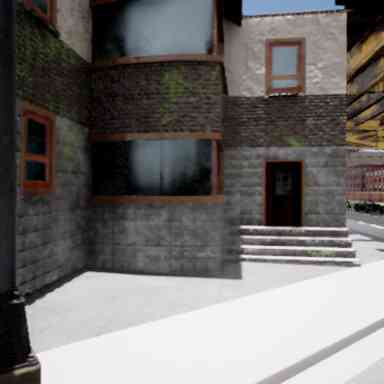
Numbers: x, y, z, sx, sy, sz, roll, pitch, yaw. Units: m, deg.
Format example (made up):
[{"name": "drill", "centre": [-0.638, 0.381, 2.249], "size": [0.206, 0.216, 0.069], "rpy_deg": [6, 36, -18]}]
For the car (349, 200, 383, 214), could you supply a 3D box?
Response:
[{"name": "car", "centre": [20.472, 1.690, 38.486], "size": [2.033, 1.411, 5.357], "rpy_deg": [0, 0, 8]}]

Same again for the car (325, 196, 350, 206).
[{"name": "car", "centre": [26.141, 1.549, 60.081], "size": [2.097, 1.767, 4.553], "rpy_deg": [0, 0, -8]}]

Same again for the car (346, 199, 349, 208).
[{"name": "car", "centre": [21.842, 1.666, 48.797], "size": [1.837, 1.490, 4.892], "rpy_deg": [0, 0, 7]}]
